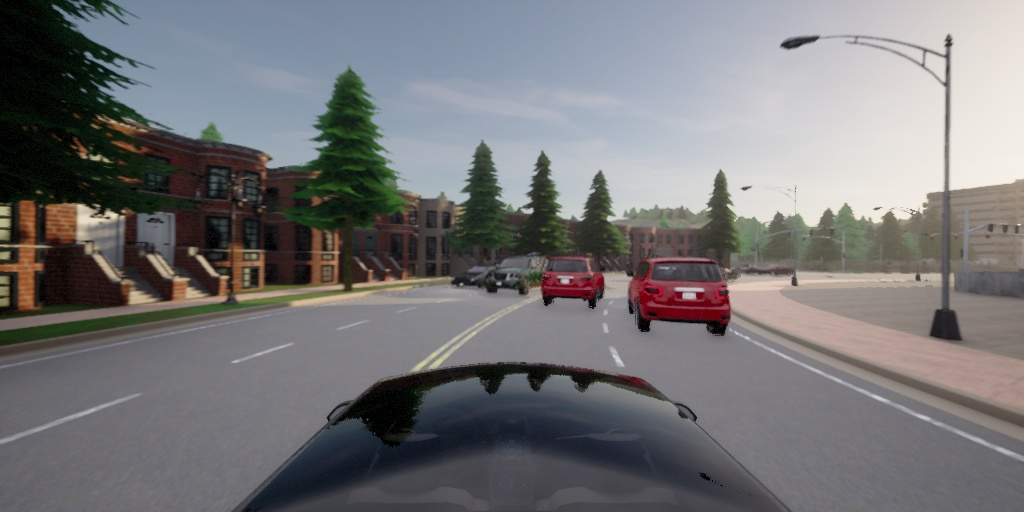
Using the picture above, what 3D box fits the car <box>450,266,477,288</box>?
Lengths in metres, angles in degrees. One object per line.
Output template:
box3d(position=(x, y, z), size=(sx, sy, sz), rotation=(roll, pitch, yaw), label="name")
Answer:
box3d(position=(-1.805, 1.319, 23.521), size=(2.033, 1.411, 5.357), rotation=(1, 0, 26), label="car")

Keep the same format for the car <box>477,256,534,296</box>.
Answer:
box3d(position=(0.501, 1.020, 20.185), size=(2.150, 2.045, 5.566), rotation=(1, 0, 24), label="car")

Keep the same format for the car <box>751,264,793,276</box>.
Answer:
box3d(position=(35.182, 1.873, 48.032), size=(5.008, 1.535, 1.882), rotation=(1, 0, -18), label="car")

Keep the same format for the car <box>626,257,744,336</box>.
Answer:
box3d(position=(4.898, 1.065, 11.198), size=(2.150, 2.045, 5.566), rotation=(0, 0, 14), label="car")

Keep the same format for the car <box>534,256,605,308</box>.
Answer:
box3d(position=(2.867, 1.048, 16.101), size=(2.150, 2.045, 5.566), rotation=(1, 0, 19), label="car")

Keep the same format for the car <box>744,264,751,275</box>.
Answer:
box3d(position=(34.072, 1.902, 51.352), size=(4.674, 1.442, 1.812), rotation=(1, 0, -18), label="car")
